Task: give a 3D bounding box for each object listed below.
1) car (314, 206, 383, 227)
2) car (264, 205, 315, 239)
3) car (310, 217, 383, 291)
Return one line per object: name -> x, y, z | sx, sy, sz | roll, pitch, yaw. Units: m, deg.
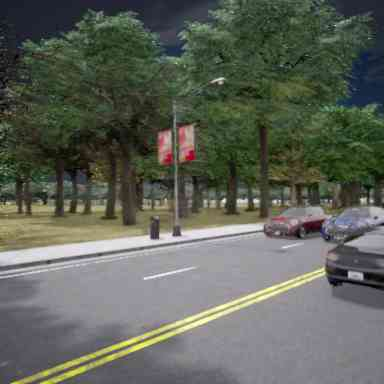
car -> 8.309, 1.509, 16.656 | 4.553, 1.767, 2.097 | 0, -1, -45
car -> 6.021, 1.580, 18.964 | 4.553, 1.767, 2.097 | 0, -1, -45
car -> 5.077, 1.597, 8.617 | 4.674, 1.442, 1.812 | 0, -1, -45
